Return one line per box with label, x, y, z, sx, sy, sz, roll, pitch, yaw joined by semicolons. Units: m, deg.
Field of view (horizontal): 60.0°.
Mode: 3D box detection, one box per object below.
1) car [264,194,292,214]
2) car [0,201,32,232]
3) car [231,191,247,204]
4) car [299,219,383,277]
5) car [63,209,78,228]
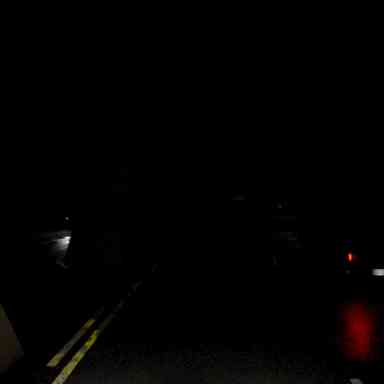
car;7.194;0.917;27.977;1.882;1.535;5.008;0;1;9
car;-9.234;1.176;14.840;2.128;1.511;4.902;0;1;8
car;5.932;0.623;42.369;1.882;1.535;5.008;0;1;9
car;4.373;1.412;9.445;1.895;1.301;4.718;0;1;7
car;-5.101;1.157;18.804;2.033;1.411;5.357;0;1;9
